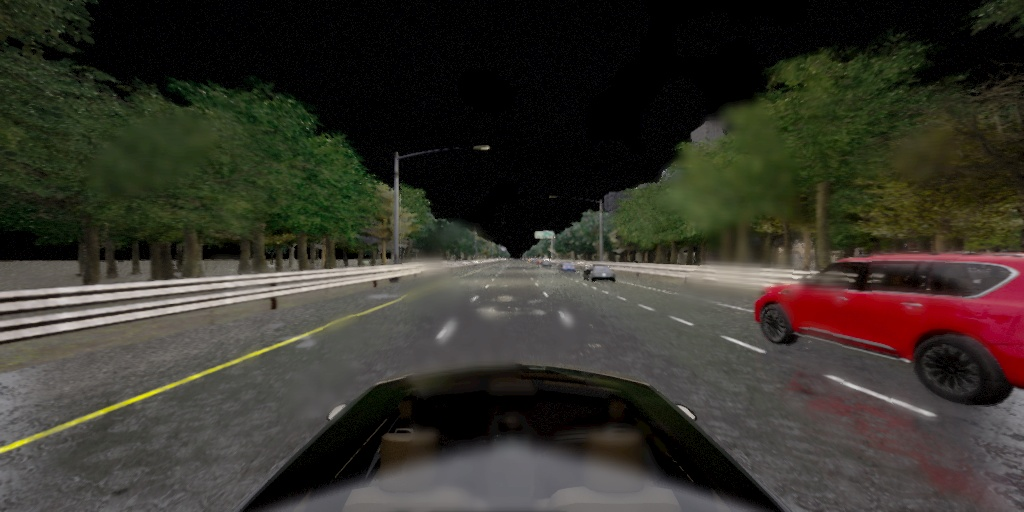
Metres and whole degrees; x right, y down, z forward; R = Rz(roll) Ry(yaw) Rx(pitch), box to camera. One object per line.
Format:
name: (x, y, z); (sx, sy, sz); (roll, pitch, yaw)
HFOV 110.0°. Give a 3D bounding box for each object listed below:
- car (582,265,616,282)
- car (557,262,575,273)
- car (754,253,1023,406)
car: (7.057, 1.401, 29.486); (1.994, 1.385, 4.181); (0, 0, 0)
car: (7.137, 1.463, 47.475); (2.033, 1.411, 5.357); (0, 0, 0)
car: (7.004, 0.978, 6.402); (2.150, 2.045, 5.566); (0, 0, 0)
